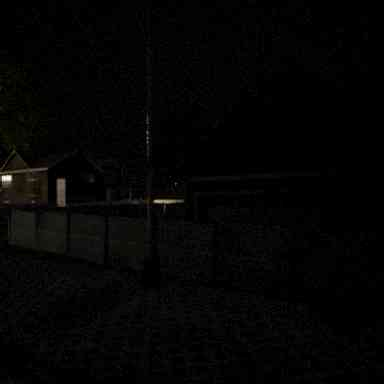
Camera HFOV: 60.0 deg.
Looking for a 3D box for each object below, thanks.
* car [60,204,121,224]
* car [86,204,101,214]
[{"bbox_3d":[-8.358,1.769,27.824,1.812,1.442,4.674,-1,-1,36],"label":"car"},{"bbox_3d":[-7.833,1.793,23.697,1.895,1.301,4.718,-1,-1,37],"label":"car"}]
